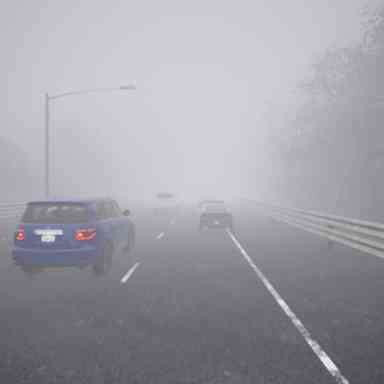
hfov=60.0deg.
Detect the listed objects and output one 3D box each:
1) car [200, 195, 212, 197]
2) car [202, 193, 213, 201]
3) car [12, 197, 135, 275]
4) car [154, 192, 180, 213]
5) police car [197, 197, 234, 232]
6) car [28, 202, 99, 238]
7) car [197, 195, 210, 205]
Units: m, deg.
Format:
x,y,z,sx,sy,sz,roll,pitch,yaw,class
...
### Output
x,y,z,sx,sy,sz,roll,pitch,yaw,class
1.644,1.320,29.179,1.882,1.535,5.008,0,0,2,car
3.316,1.047,70.825,2.033,1.411,5.357,0,0,5,car
-3.299,1.160,10.416,2.150,2.045,5.566,0,0,1,car
-2.565,1.034,34.557,2.150,2.045,5.566,0,0,3,car
1.323,1.317,19.420,1.930,1.638,5.238,0,0,2,police car
-6.647,1.401,17.915,1.837,1.490,4.892,0,0,1,car
1.903,1.253,53.477,1.812,1.442,4.674,0,0,4,car
